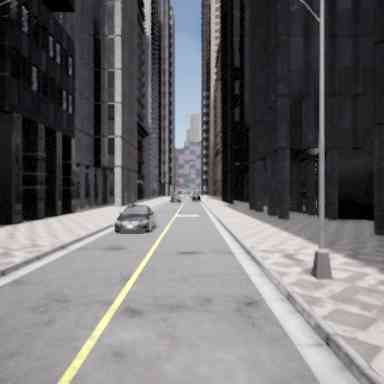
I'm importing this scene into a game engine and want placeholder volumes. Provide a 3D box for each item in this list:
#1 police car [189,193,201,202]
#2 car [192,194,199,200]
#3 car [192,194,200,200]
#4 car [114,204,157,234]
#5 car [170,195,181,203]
[{"bbox_3d":[0.925,1.186,70.378,1.930,1.638,5.238,0,0,0],"label":"police car"},{"bbox_3d":[0.930,1.229,86.269,1.837,1.490,4.892,0,0,0],"label":"car"},{"bbox_3d":[0.929,1.262,80.269,1.812,1.442,4.674,0,0,0],"label":"car"},{"bbox_3d":[-3.092,1.456,18.942,1.812,1.442,4.674,0,0,0],"label":"car"},{"bbox_3d":[-3.001,1.264,61.445,1.882,1.535,5.008,0,0,1],"label":"car"}]
